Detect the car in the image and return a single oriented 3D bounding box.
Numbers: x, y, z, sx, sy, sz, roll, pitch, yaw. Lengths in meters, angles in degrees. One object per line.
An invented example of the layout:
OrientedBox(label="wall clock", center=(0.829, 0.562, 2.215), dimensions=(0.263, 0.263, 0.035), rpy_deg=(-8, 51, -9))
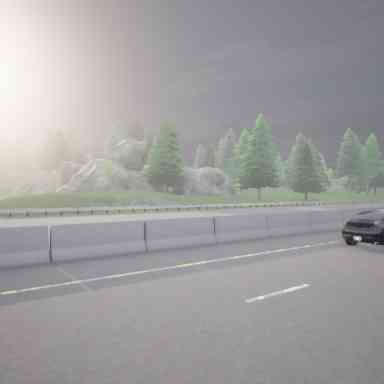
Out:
OrientedBox(label="car", center=(8.269, 1.513, 14.066), dimensions=(4.892, 1.490, 1.837), rpy_deg=(0, 0, -35))
